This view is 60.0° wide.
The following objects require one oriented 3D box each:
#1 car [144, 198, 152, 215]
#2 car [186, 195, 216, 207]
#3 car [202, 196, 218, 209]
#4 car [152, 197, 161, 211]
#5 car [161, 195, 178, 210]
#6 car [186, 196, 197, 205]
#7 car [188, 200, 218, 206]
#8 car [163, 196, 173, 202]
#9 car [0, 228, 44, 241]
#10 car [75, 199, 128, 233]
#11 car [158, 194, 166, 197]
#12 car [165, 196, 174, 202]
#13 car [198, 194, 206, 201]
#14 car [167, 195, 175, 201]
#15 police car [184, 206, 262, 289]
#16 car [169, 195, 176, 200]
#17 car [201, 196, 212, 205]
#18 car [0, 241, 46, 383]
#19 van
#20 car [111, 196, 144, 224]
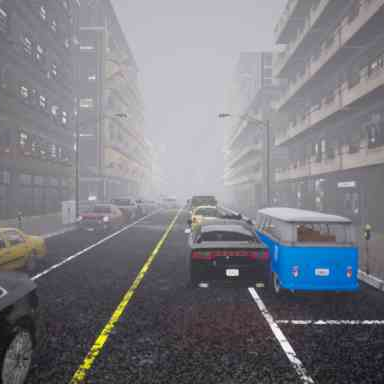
[{"bbox_3d":[-5.326,1.319,30.584,2.192,1.841,5.009,1,0,0],"label":"car"},{"bbox_3d":[0.806,1.228,25.245,2.150,2.045,5.566,0,0,0],"label":"car"},{"bbox_3d":[2.539,1.445,47.258,1.967,1.590,4.097,1,0,0],"label":"car"},{"bbox_3d":[-5.338,1.586,41.682,1.802,1.307,4.206,1,0,0],"label":"car"},{"bbox_3d":[-2.783,1.530,43.338,1.812,1.442,4.674,0,0,0],"label":"car"},{"bbox_3d":[-0.046,1.482,59.319,1.882,1.535,5.008,0,0,0],"label":"car"},{"bbox_3d":[0.811,1.458,19.404,1.801,1.575,5.366,0,0,0],"label":"car"},{"bbox_3d":[-5.364,1.554,74.976,2.008,1.369,4.403,1,0,0],"label":"car"},{"bbox_3d":[-5.311,1.527,8.218,1.752,1.417,4.829,1,0,0],"label":"car"},{"bbox_3d":[-5.319,1.443,19.486,1.967,1.590,4.097,1,0,0],"label":"car"},{"bbox_3d":[-5.346,1.530,52.610,1.752,1.417,4.829,1,0,0],"label":"car"},{"bbox_3d":[-5.368,1.568,80.525,1.947,1.339,4.313,1,0,0],"label":"car"},{"bbox_3d":[2.509,1.442,86.101,1.967,1.590,4.097,1,0,0],"label":"car"},{"bbox_3d":[-5.373,1.584,86.074,1.802,1.307,4.206,1,0,0],"label":"car"},{"bbox_3d":[0.819,1.427,9.323,1.930,1.638,5.238,0,0,0],"label":"police car"},{"bbox_3d":[-5.377,1.583,91.623,1.802,1.307,4.206,1,0,0],"label":"car"},{"bbox_3d":[2.530,1.530,58.526,1.752,1.417,4.829,1,0,0],"label":"car"},{"bbox_3d":[-2.850,1.492,2.349,2.128,1.511,4.902,0,0,0],"label":"car"},{"bbox_3d":[2.571,1.342,8.414,1.690,1.788,3.998,1,0,0],"label":"van"},{"bbox_3d":[-5.322,1.318,25.035,2.192,1.841,5.009,1,0,0],"label":"car"}]
